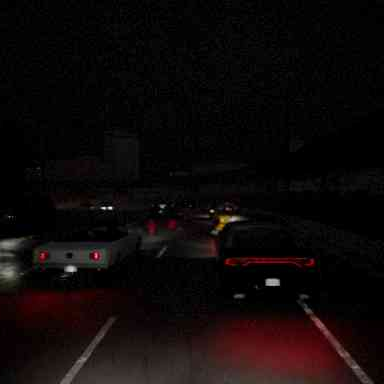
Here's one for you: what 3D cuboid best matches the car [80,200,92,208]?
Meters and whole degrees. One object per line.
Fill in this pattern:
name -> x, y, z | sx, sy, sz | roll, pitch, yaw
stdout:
car -> -19.432, 2.128, 60.988 | 1.882, 1.535, 5.008 | 0, -2, -20

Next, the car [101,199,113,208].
car -> -15.369, 2.038, 59.898 | 2.128, 1.511, 4.902 | 0, -2, -19

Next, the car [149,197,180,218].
car -> -2.380, 1.207, 28.343 | 2.097, 1.767, 4.553 | 0, 0, -1

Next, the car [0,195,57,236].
car -> -9.674, 1.193, 18.738 | 2.150, 2.045, 5.566 | 0, 0, 2

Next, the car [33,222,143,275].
car -> -2.829, 1.563, 10.285 | 1.895, 1.301, 4.718 | 0, 0, 3

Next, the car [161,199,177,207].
car -> -4.221, 2.001, 60.222 | 1.895, 1.301, 4.718 | 0, -2, -18

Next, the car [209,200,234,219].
car -> 2.017, 1.327, 18.483 | 1.801, 1.575, 5.366 | 0, 0, 3

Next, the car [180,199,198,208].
car -> -0.594, 1.565, 45.695 | 1.895, 1.301, 4.718 | 0, -1, -11

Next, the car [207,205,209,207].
car -> 2.236, 1.345, 24.513 | 1.837, 1.490, 4.892 | 0, 0, 1

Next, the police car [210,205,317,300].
police car -> 1.536, 1.361, 8.411 | 1.930, 1.638, 5.238 | 0, 0, 3
